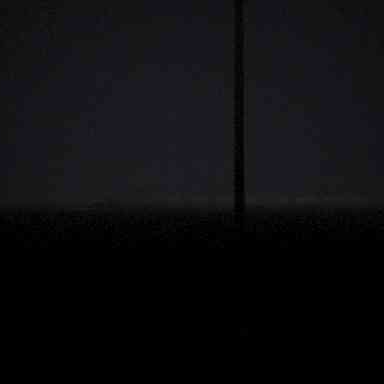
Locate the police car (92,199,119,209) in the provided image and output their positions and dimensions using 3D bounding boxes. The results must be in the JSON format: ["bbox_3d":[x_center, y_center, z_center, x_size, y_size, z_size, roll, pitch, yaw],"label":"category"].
[{"bbox_3d":[-15.150,2.017,58.270,1.930,1.638,5.238,-1,-1,35],"label":"police car"}]
